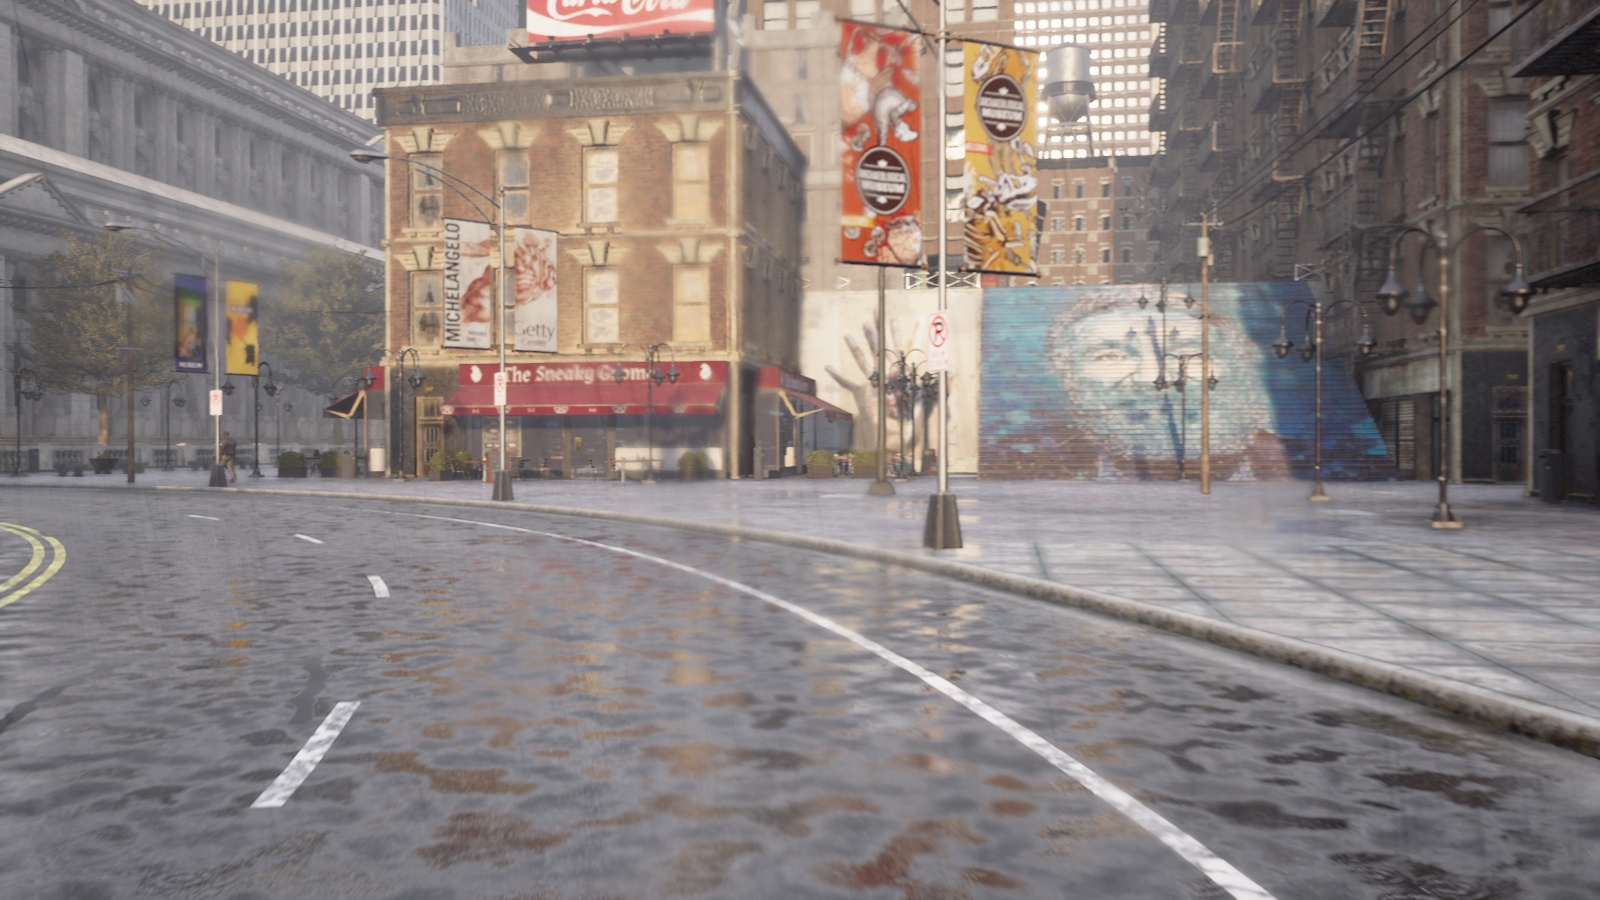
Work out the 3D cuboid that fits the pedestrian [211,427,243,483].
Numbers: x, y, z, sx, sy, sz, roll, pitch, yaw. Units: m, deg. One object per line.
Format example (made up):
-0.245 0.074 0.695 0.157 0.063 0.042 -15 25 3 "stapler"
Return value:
-19.457 0.166 42.652 0.849 1.883 0.563 0 0 26 "pedestrian"
